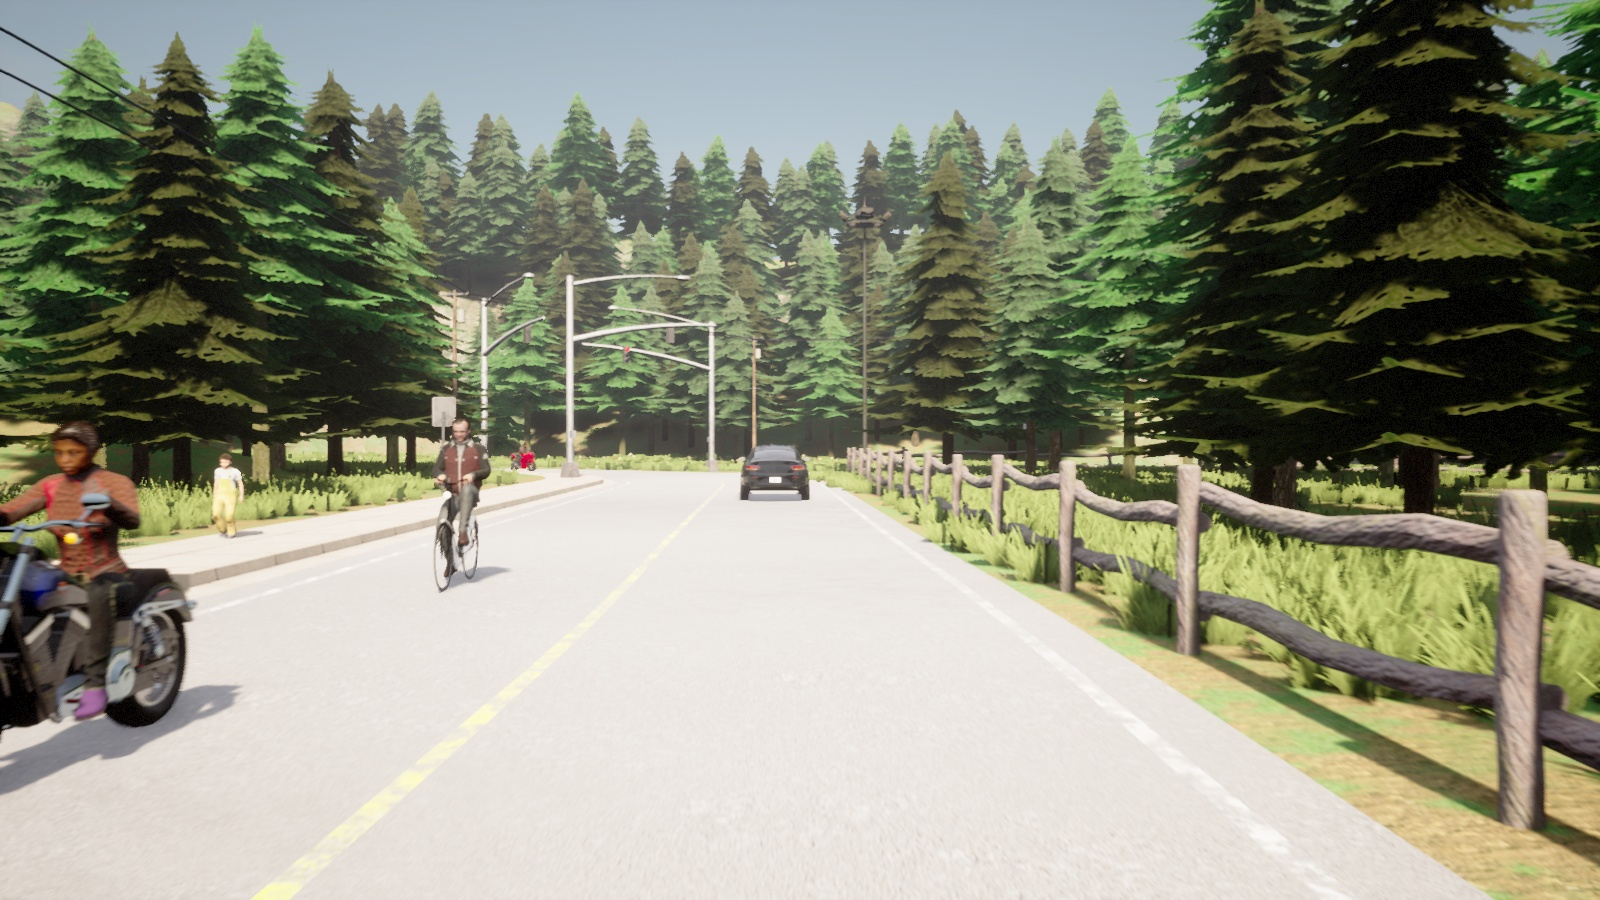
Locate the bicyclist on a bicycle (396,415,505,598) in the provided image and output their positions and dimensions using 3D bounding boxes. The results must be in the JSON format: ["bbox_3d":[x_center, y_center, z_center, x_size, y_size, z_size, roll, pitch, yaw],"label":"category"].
[{"bbox_3d":[-3.592,0.543,13.063,0.659,1.776,1.843,0,0,-1],"label":"bicyclist on a bicycle"}]

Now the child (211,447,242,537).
[{"bbox_3d":[-8.110,0.584,17.771,0.270,1.263,0.437,0,0,-5],"label":"child"}]

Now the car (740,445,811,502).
[{"bbox_3d":[-0.686,0.585,34.479,1.812,1.442,4.674,0,0,-2],"label":"car"}]

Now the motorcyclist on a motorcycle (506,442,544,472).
[{"bbox_3d":[-14.238,0.359,65.034,2.044,1.523,0.797,0,1,40],"label":"motorcyclist on a motorcycle"}]

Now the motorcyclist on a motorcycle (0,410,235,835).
[{"bbox_3d":[-3.491,0.662,5.735,0.766,1.649,2.350,0,1,0],"label":"motorcyclist on a motorcycle"}]
